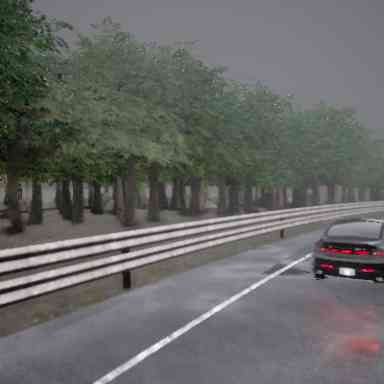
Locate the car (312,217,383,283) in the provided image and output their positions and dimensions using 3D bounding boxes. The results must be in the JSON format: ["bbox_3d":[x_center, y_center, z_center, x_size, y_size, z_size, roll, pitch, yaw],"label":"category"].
[{"bbox_3d":[4.732,1.455,9.135,1.837,1.490,4.892,-1,0,35],"label":"car"}]
